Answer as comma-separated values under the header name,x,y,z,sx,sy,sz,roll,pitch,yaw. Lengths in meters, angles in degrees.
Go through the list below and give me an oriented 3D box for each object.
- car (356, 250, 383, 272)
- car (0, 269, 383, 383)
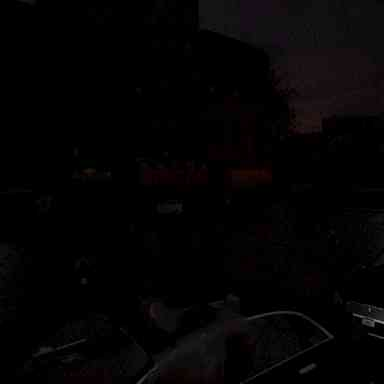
name,x,y,z,sx,sy,sz,roll,pitch,yaw
car,4.188,1.549,5.817,4.403,1.369,2.008,0,-2,-35
car,-0.251,1.550,2.656,4.403,1.369,2.008,0,-2,-35
